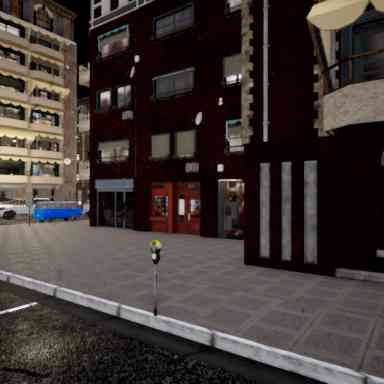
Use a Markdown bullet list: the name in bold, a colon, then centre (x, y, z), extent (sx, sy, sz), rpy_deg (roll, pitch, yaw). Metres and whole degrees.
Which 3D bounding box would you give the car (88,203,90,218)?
- **car**: centre (-8.306, 2.036, 33.083), extent (1.947, 1.339, 4.313), rpy_deg (-1, -2, 35)

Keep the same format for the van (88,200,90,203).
- **van**: centre (-11.940, 1.905, 42.394), extent (1.690, 1.788, 3.998), rpy_deg (-1, -2, 35)

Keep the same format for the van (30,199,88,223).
- **van**: centre (-11.375, 1.705, 28.473), extent (1.690, 1.788, 3.998), rpy_deg (-1, -2, 35)

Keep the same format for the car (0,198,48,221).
- **car**: centre (-16.199, 1.576, 31.885), extent (2.150, 2.045, 5.566), rpy_deg (0, -1, 35)
